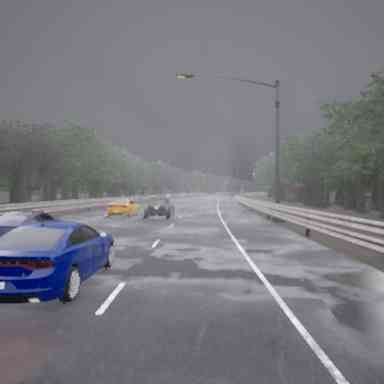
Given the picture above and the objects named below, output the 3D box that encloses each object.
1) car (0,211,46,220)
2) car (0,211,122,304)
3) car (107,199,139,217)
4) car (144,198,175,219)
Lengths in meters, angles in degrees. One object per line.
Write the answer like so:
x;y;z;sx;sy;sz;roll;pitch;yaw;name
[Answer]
-6.701;1.490;13.721;1.812;1.442;4.674;0;0;1;car
-3.309;1.457;8.211;1.882;1.535;5.008;0;0;1;car
-6.110;1.386;29.945;1.882;1.535;5.008;0;0;3;car
-2.686;1.270;28.165;2.097;1.767;4.553;0;0;3;car
